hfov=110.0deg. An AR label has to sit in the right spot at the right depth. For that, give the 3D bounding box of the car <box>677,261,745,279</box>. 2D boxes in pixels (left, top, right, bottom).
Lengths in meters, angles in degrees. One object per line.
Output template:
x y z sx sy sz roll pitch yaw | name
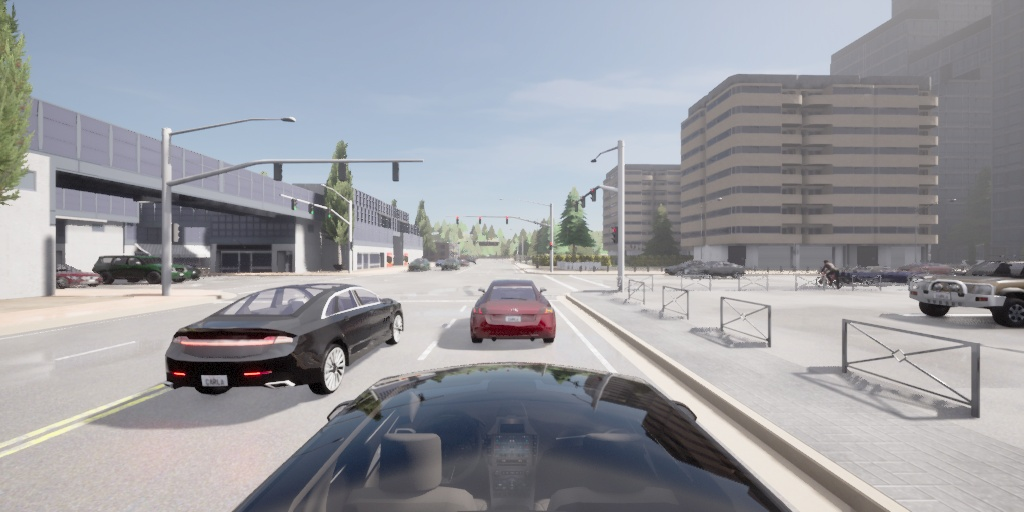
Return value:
17.601 1.240 31.287 4.902 1.511 2.128 0 0 -2 | car

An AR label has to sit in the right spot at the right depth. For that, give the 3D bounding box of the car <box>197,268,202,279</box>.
-28.064 1.313 29.297 4.181 1.385 1.994 0 0 -1 | car

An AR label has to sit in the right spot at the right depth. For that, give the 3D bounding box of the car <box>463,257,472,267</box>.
-8.696 1.312 63.054 1.994 1.385 4.181 0 0 -1 | car

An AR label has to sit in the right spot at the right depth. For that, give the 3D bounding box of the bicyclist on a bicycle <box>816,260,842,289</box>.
17.933 1.052 20.308 0.582 1.620 1.656 0 0 -2 | bicyclist on a bicycle

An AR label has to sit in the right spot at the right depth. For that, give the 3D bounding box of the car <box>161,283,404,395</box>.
-3.472 1.241 6.610 2.128 1.511 4.902 0 0 0 | car

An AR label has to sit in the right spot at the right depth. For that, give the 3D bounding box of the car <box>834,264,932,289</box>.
24.902 1.350 24.314 4.718 1.301 1.895 0 0 -1 | car

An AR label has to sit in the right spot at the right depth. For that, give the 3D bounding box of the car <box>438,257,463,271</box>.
-8.339 1.100 49.067 2.097 1.767 4.553 0 0 -1 | car

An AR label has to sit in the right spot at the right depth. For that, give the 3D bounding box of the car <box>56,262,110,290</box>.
-28.325 1.275 22.111 4.674 1.442 1.812 0 0 -2 | car

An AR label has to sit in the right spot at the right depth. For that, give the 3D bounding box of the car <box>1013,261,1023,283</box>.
43.309 1.313 28.389 4.181 1.385 1.994 0 0 -1 | car

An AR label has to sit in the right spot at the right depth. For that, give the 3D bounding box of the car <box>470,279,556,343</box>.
0.014 1.314 9.667 1.994 1.385 4.181 0 0 0 | car

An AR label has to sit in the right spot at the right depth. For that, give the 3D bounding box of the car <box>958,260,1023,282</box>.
43.831 1.297 31.991 5.357 1.411 2.033 0 0 -1 | car

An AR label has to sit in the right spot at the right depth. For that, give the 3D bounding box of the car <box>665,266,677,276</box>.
17.386 1.253 34.782 4.892 1.490 1.837 0 0 -2 | car

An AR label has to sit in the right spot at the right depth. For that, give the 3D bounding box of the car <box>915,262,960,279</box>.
40.778 1.313 35.432 4.181 1.385 1.994 0 0 -1 | car

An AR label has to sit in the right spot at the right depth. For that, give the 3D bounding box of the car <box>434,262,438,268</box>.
-12.182 1.295 62.592 2.033 1.411 5.357 0 0 -1 | car

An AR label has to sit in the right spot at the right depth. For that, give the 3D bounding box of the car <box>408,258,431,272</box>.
-11.752 1.101 45.626 2.097 1.767 4.553 0 0 -1 | car

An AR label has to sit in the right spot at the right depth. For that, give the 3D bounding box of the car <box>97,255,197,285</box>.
-26.438 0.971 25.635 5.566 2.045 2.150 0 0 -1 | car
